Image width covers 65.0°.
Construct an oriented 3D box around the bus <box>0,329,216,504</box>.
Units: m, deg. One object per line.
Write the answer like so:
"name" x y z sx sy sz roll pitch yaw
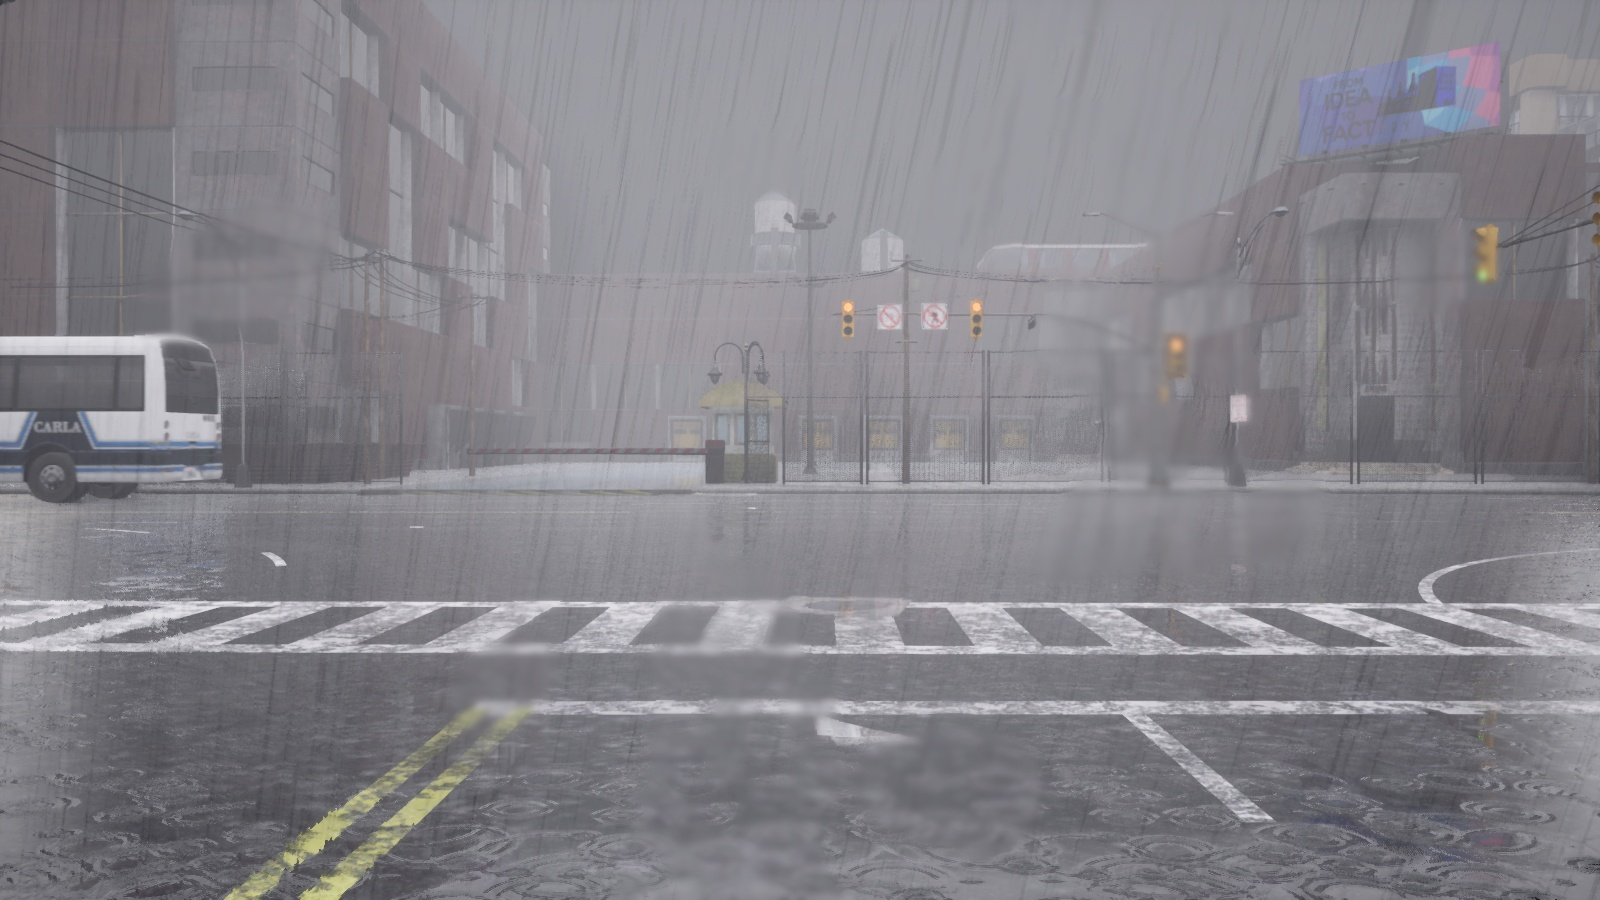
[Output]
"bus" -21.232 -0.831 32.678 10.273 4.253 3.944 0 0 1
